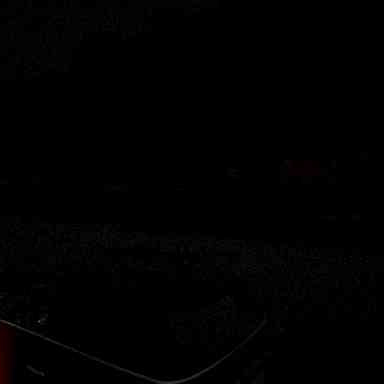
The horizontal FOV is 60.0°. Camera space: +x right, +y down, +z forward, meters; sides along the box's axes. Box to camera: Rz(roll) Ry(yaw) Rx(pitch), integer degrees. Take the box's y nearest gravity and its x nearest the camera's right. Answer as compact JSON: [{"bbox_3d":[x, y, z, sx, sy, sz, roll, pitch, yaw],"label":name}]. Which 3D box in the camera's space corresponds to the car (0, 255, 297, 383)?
[{"bbox_3d":[-1.102,1.435,3.586,4.097,1.590,1.967,0,0,35],"label":"car"}]
